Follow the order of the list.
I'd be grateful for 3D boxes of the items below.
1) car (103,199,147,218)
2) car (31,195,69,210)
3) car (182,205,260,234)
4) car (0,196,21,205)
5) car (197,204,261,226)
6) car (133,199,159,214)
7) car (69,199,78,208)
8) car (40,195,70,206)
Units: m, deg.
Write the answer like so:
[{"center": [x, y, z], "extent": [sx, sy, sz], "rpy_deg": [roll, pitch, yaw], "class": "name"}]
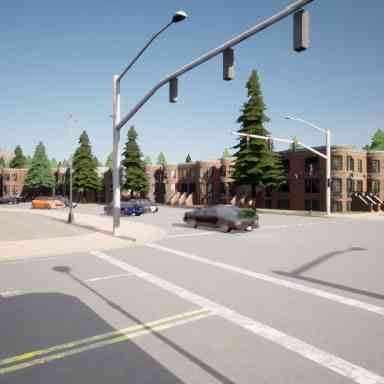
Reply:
[{"center": [-6.376, 1.601, 30.552], "extent": [1.895, 1.301, 4.718], "rpy_deg": [0, 0, -38], "class": "car"}, {"center": [-18.290, 1.351, 42.278], "extent": [4.553, 1.767, 2.097], "rpy_deg": [0, 0, 32], "class": "car"}, {"center": [1.515, 1.547, 19.841], "extent": [2.033, 1.411, 5.357], "rpy_deg": [0, 0, -35], "class": "car"}, {"center": [-32.908, 1.492, 58.970], "extent": [4.902, 1.511, 2.128], "rpy_deg": [0, 0, 9], "class": "car"}, {"center": [2.611, 1.601, 24.415], "extent": [1.895, 1.301, 4.718], "rpy_deg": [0, 0, -38], "class": "car"}, {"center": [-5.368, 1.492, 34.880], "extent": [2.128, 1.511, 4.902], "rpy_deg": [0, 0, -39], "class": "car"}, {"center": [-18.009, 1.493, 46.228], "extent": [4.902, 1.511, 2.128], "rpy_deg": [0, 0, 30], "class": "car"}, {"center": [-23.225, 1.352, 56.500], "extent": [4.553, 1.767, 2.097], "rpy_deg": [0, 0, 21], "class": "car"}]
